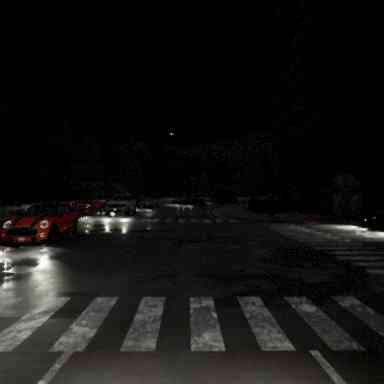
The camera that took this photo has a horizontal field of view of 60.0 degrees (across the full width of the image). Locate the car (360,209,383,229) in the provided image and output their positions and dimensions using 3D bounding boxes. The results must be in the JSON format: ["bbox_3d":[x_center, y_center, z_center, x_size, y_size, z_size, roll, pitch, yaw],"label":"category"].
[{"bbox_3d":[13.098,1.607,21.272,4.181,1.385,1.994,0,0,0],"label":"car"}]

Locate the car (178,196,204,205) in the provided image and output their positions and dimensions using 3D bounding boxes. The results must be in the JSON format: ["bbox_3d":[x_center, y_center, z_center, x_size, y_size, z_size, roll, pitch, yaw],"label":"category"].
[{"bbox_3d":[0.316,1.494,56.942,1.812,1.442,4.674,0,0,38],"label":"car"}]

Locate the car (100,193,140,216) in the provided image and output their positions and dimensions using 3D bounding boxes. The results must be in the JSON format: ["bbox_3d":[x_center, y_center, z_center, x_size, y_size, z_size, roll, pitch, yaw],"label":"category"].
[{"bbox_3d":[-6.948,1.197,32.883,2.150,2.045,5.566,0,1,1],"label":"car"}]

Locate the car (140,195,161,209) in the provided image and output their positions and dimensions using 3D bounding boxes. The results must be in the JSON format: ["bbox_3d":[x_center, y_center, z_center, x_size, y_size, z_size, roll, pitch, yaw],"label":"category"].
[{"bbox_3d":[-5.775,1.501,44.406,1.812,1.442,4.674,0,0,15],"label":"car"}]

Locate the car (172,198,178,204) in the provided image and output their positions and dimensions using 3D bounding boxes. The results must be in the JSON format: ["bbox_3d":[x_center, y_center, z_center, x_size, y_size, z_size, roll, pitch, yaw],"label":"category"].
[{"bbox_3d":[-1.578,1.492,60.466,1.812,1.442,4.674,0,0,42],"label":"car"}]

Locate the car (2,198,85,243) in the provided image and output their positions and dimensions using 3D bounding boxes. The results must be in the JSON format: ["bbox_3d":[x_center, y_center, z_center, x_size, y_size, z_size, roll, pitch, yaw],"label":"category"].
[{"bbox_3d":[-7.084,1.369,16.064,2.097,1.767,4.553,0,0,0],"label":"car"}]

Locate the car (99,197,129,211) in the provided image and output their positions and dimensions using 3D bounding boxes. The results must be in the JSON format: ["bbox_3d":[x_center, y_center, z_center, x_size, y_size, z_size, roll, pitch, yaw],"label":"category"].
[{"bbox_3d":[-9.725,1.454,42.083,1.882,1.535,5.008,0,0,10],"label":"car"}]

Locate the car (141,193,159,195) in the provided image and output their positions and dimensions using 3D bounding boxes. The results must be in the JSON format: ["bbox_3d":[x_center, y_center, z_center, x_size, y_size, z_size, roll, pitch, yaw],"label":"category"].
[{"bbox_3d":[-6.961,1.192,51.768,2.150,2.045,5.566,0,0,26],"label":"car"}]

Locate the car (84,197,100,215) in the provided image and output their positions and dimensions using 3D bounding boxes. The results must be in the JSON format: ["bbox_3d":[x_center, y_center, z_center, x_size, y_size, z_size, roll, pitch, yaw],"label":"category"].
[{"bbox_3d":[-10.396,1.334,32.885,2.097,1.767,4.553,0,0,3],"label":"car"}]

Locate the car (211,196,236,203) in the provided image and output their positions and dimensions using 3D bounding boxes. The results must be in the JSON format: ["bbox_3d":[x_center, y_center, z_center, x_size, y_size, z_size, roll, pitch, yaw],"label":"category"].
[{"bbox_3d":[6.428,1.510,67.067,5.357,1.411,2.033,0,0,-33],"label":"car"}]
